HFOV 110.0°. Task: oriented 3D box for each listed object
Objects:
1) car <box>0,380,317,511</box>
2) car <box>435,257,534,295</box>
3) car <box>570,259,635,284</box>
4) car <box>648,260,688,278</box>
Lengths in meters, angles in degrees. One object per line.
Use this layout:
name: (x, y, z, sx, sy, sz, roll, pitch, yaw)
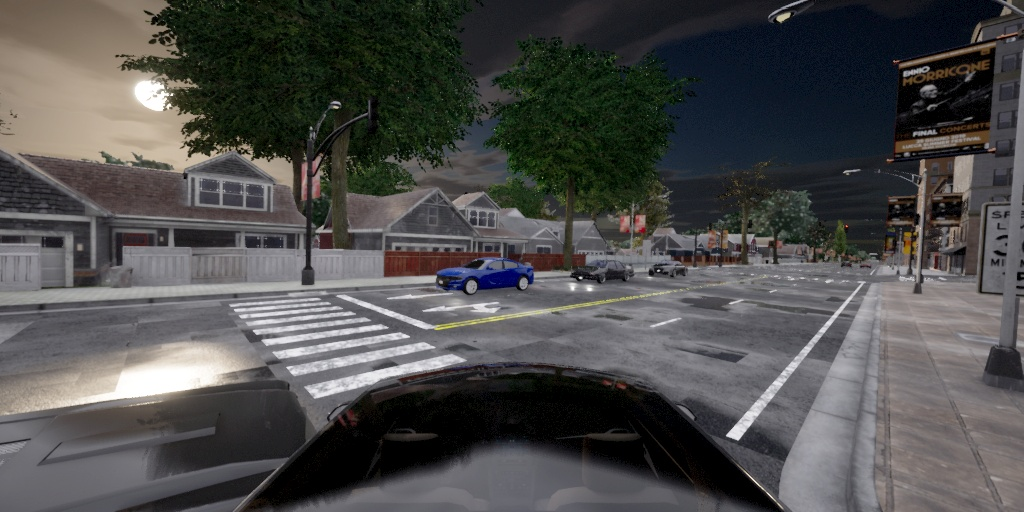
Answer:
car: (-3.310, 1.289, 1.279, 4.718, 1.301, 1.895, 1, 2, -34)
car: (-1.119, 0.816, 16.465, 5.008, 1.535, 1.882, 0, 2, -44)
car: (6.046, 0.942, 23.386, 5.357, 1.411, 2.033, 0, 2, -44)
car: (13.242, 1.018, 30.309, 4.181, 1.385, 1.994, 0, 2, -44)
